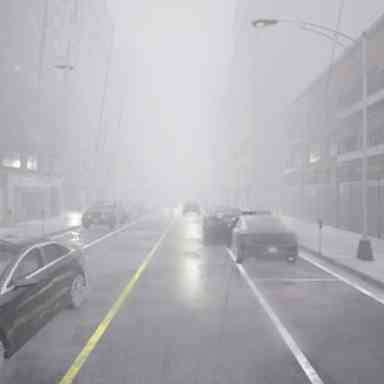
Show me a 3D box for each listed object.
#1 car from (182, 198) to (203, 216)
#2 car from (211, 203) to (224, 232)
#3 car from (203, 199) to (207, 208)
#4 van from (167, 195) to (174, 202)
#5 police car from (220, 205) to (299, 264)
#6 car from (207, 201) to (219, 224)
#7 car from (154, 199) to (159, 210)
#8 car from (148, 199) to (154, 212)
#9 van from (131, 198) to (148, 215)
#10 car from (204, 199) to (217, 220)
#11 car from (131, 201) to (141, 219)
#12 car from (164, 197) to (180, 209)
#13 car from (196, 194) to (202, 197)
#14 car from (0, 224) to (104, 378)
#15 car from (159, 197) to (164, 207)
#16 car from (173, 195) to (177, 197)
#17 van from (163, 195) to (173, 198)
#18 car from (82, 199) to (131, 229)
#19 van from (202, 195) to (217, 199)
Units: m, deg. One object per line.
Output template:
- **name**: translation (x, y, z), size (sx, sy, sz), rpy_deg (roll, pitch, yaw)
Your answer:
- **car**: translation (-0.022, 1.713, 35.907), size (1.837, 1.490, 4.892), rpy_deg (0, 0, 1)
- **car**: translation (2.624, 1.699, 22.872), size (1.947, 1.339, 4.313), rpy_deg (0, 0, 0)
- **car**: translation (2.591, 1.809, 39.879), size (1.802, 1.307, 4.206), rpy_deg (0, 0, 0)
- **van**: translation (-6.044, 1.818, 95.138), size (1.690, 1.788, 3.998), rpy_deg (0, 0, 0)
- **police car**: translation (2.344, 1.497, 12.285), size (1.930, 1.638, 5.238), rpy_deg (0, 0, 0)
- **car**: translation (2.613, 1.731, 28.541), size (1.947, 1.339, 4.313), rpy_deg (0, 0, 0)
- **car**: translation (-5.946, 1.779, 45.347), size (1.752, 1.417, 4.829), rpy_deg (0, 0, 0)
- **car**: translation (-5.935, 1.752, 39.678), size (1.752, 1.417, 4.829), rpy_deg (0, 0, 0)
- **van**: translation (-5.924, 1.538, 34.180), size (1.690, 1.788, 3.998), rpy_deg (0, 0, 0)
- **car**: translation (2.602, 1.748, 34.210), size (2.008, 1.369, 4.403), rpy_deg (0, 0, 0)
- **car**: translation (-5.913, 1.715, 28.511), size (2.008, 1.369, 4.403), rpy_deg (0, 0, 0)
- **car**: translation (-3.101, 1.887, 51.500), size (1.895, 1.301, 4.718), rpy_deg (0, 0, 0)
- **car**: translation (2.514, 1.848, 78.415), size (1.967, 1.590, 4.097), rpy_deg (0, 0, 0)
- **car**: translation (-3.109, 1.522, 5.091), size (2.128, 1.511, 4.902), rpy_deg (0, 0, 0)
- **car**: translation (-5.957, 1.832, 51.184), size (2.008, 1.369, 4.403), rpy_deg (0, 0, 0)
- **car**: translation (-6.034, 1.770, 89.553), size (2.192, 1.841, 5.009), rpy_deg (0, 0, 0)
- **van**: translation (-6.012, 1.748, 78.381), size (1.690, 1.788, 3.998), rpy_deg (0, 0, 0)
- **car**: translation (-5.902, 1.447, 22.845), size (2.192, 1.841, 5.009), rpy_deg (0, 0, 0)
- **van**: translation (2.579, 1.596, 45.551), size (1.690, 1.788, 3.998), rpy_deg (0, 0, 0)
